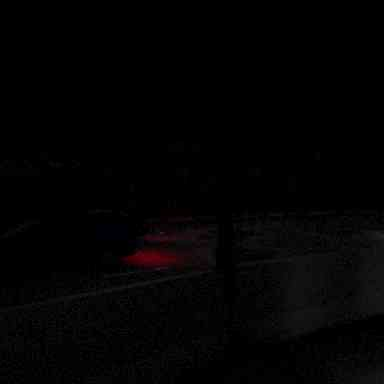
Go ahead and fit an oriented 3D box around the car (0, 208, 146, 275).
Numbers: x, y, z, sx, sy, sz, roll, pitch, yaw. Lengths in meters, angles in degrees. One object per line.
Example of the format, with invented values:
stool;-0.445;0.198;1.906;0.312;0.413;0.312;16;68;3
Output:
car;-4.069;1.434;9.438;5.008;1.535;1.882;0;0;-33

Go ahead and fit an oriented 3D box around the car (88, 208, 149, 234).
car;-4.161;1.423;13.549;4.902;1.511;2.128;0;0;-32
